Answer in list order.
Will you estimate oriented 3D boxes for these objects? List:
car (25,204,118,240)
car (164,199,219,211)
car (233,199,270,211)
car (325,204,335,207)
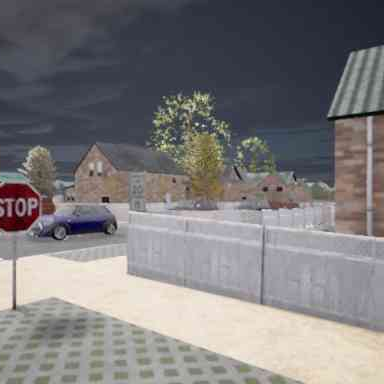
[{"bbox_3d":[-6.187,1.440,17.458,2.097,1.767,4.553,0,-1,37],"label":"car"},{"bbox_3d":[0.041,1.551,26.097,2.150,2.045,5.566,0,-1,35],"label":"car"},{"bbox_3d":[6.304,1.793,34.859,2.150,2.045,5.566,0,-1,36],"label":"car"},{"bbox_3d":[21.964,2.573,51.743,1.882,1.535,5.008,0,-1,36],"label":"car"}]
